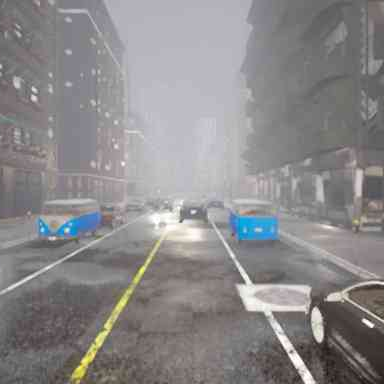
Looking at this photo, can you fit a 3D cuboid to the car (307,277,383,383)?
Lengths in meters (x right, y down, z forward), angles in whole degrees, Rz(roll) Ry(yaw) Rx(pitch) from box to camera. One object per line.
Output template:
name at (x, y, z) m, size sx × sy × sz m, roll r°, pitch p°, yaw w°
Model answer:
car at (2.574, 1.523, 3.357) m, size 2.008 × 1.369 × 4.403 m, roll 1°, pitch 0°, yaw 0°

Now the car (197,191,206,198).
car at (2.606, 0.634, 91.051) m, size 2.192 × 1.841 × 5.009 m, roll 1°, pitch 0°, yaw 0°

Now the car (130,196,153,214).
car at (-5.274, 1.300, 31.682) m, size 2.008 × 1.369 × 4.403 m, roll 1°, pitch 0°, yaw 0°

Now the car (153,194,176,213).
car at (-2.818, 1.227, 33.544) m, size 2.128 × 1.511 × 4.902 m, roll 0°, pitch 0°, yaw 0°

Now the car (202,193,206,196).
car at (2.573, 1.207, 43.052) m, size 1.887 × 1.381 × 4.507 m, roll 1°, pitch 0°, yaw 0°

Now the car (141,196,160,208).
car at (-5.274, 1.207, 43.024) m, size 1.887 × 1.381 × 4.507 m, roll 1°, pitch 0°, yaw 0°

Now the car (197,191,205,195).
car at (2.702, 0.931, 81.107) m, size 1.887 × 1.381 × 4.507 m, roll 1°, pitch 0°, yaw 0°

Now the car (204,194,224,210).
car at (2.573, 1.271, 37.382) m, size 1.947 × 1.339 × 4.313 m, roll 1°, pitch 0°, yaw 0°

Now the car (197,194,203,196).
car at (0.100, 1.284, 40.305) m, size 1.895 × 1.301 × 4.718 m, roll 0°, pitch 0°, yaw 0°

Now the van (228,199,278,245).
van at (2.576, 1.223, 14.697) m, size 1.690 × 1.788 × 3.998 m, roll 1°, pitch 0°, yaw 0°

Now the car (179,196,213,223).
car at (0.099, 1.312, 23.955) m, size 2.163 × 1.488 × 4.792 m, roll 0°, pitch 0°, yaw 0°

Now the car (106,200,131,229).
car at (-5.274, 1.382, 20.341) m, size 1.887 × 1.381 × 4.507 m, roll 1°, pitch 0°, yaw 0°

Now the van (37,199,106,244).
van at (-5.271, 1.223, 14.668) m, size 1.690 × 1.788 × 3.998 m, roll 1°, pitch 0°, yaw 0°
